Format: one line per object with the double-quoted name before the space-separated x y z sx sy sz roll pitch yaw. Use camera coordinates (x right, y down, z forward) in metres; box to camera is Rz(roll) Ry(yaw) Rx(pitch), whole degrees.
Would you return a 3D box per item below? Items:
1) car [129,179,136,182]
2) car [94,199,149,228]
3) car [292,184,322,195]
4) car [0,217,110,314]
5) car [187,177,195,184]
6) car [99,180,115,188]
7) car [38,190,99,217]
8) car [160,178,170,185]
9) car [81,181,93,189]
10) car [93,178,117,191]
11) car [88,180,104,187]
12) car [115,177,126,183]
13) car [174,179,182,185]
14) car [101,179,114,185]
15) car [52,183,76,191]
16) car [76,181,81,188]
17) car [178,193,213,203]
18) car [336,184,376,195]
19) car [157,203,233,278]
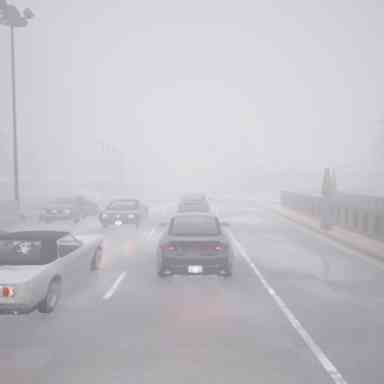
"car" -14.346 -2.361 80.745 1.837 1.490 4.892 0 3 0
"car" -3.465 1.039 17.790 1.895 1.301 4.718 0 3 0
"car" 15.032 -0.307 42.064 4.674 1.442 1.812 0 3 2
"car" -3.427 1.511 7.406 1.895 1.301 4.718 0 2 0
"car" -0.384 -2.791 89.382 2.128 1.511 4.902 0 3 0
"car" -17.798 -1.769 69.961 2.128 1.511 4.902 0 3 0
"car" -6.973 0.905 19.345 2.033 1.411 5.357 0 3 0
"car" -7.378 -2.727 88.085 1.812 1.442 4.674 0 3 0
"car" -17.814 -1.289 60.175 2.128 1.511 4.902 0 3 0
"car" -14.280 -1.025 54.879 1.882 1.535 5.008 0 3 -1
"car" -21.316 -1.981 74.000 2.128 1.511 4.902 0 3 0
"car" -14.302 -1.802 64.790 2.150 2.045 5.566 0 3 0
"car" -3.878 -2.728 88.101 1.812 1.442 4.674 0 3 0
"car" -21.362 -2.514 84.382 2.033 1.411 5.357 0 3 0
"car" -21.311 -0.894 54.738 1.895 1.301 4.718 0 3 0
"car" -21.291 -1.438 63.668 1.812 1.442 4.674 0 3 0
"car" 0.188 0.803 20.564 1.837 1.490 4.892 0 3 3
"car" 18.474 -0.166 38.452 5.008 1.535 1.882 0 3 2
"car" 0.066 1.341 9.680 1.837 1.490 4.892 0 2 0
